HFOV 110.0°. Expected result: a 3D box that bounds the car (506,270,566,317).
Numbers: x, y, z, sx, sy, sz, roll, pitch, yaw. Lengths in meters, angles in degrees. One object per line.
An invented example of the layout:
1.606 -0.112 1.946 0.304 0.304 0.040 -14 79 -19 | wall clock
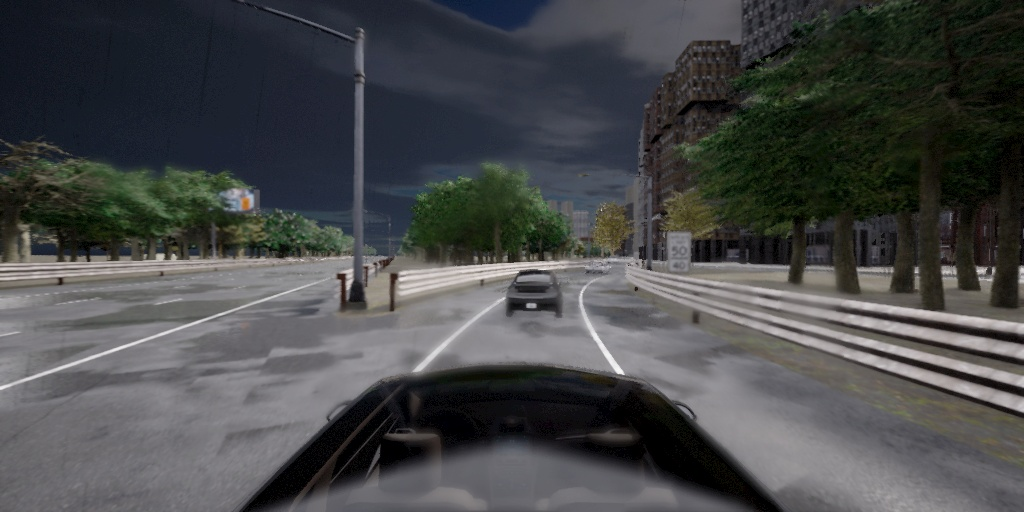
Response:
0.954 1.257 13.252 1.837 1.490 4.892 0 0 8 | car

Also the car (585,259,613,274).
9.753 1.369 40.699 1.895 1.301 4.718 0 0 26 | car
